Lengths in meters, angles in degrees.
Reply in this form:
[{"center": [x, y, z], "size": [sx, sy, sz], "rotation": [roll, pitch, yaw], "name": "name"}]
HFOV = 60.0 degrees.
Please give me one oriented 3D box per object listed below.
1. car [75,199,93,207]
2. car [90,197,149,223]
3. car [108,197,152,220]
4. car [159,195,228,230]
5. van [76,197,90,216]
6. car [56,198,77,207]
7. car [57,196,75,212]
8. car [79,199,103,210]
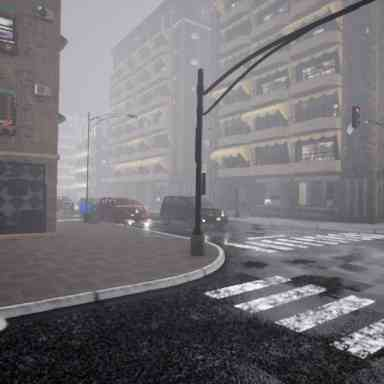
[{"center": [-18.621, 1.864, 57.223], "size": [1.802, 1.307, 4.206], "rotation": [1, -1, -35], "name": "car"}, {"center": [-5.638, 1.308, 25.401], "size": [2.192, 1.841, 5.009], "rotation": [1, -1, -35], "name": "car"}, {"center": [-5.620, 1.408, 29.636], "size": [2.097, 1.767, 4.553], "rotation": [1, -1, -35], "name": "car"}, {"center": [-0.044, 1.247, 21.793], "size": [2.150, 2.045, 5.566], "rotation": [1, -1, -36], "name": "car"}, {"center": [-8.872, 1.353, 29.943], "size": [1.690, 1.788, 3.998], "rotation": [1, -1, -35], "name": "van"}, {"center": [-21.584, 1.785, 57.144], "size": [2.033, 1.411, 5.357], "rotation": [1, -1, -35], "name": "car"}, {"center": [-15.337, 1.367, 39.029], "size": [2.192, 1.841, 5.009], "rotation": [1, -1, -35], "name": "car"}, {"center": [-14.298, 1.712, 46.906], "size": [1.812, 1.442, 4.674], "rotation": [1, -1, -36], "name": "car"}]
